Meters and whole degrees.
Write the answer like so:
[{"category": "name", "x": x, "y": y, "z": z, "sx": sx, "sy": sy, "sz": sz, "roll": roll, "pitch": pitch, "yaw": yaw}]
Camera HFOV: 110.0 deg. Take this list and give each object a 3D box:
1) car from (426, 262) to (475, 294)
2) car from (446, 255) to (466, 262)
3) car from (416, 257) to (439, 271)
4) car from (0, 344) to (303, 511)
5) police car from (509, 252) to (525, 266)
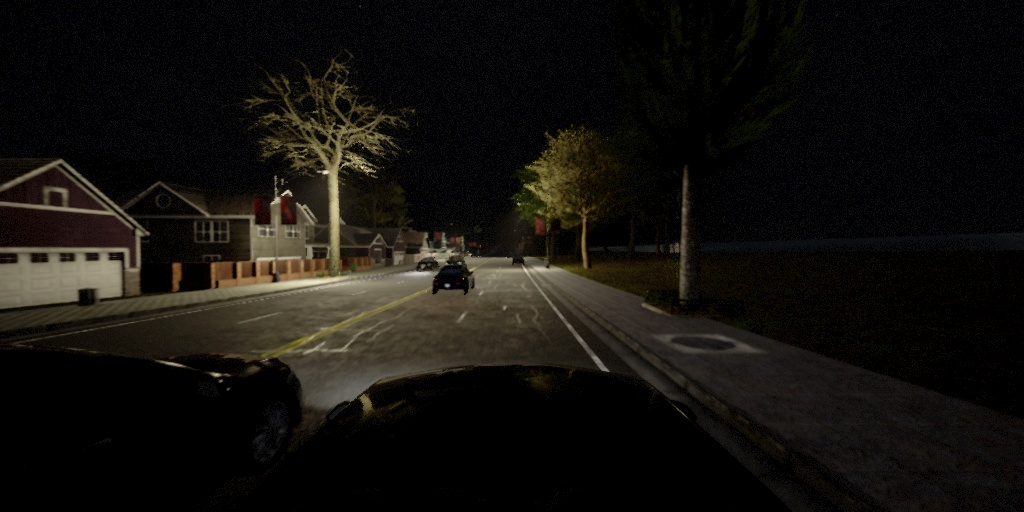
[{"category": "car", "x": -3.155, "y": 1.244, "z": 19.774, "sx": 1.812, "sy": 1.442, "sz": 4.674, "roll": 0, "pitch": 0, "yaw": 0}, {"category": "car", "x": -6.591, "y": 0.795, "z": 41.931, "sx": 2.097, "sy": 1.767, "sz": 4.553, "roll": 0, "pitch": 1, "yaw": 0}, {"category": "car", "x": -9.842, "y": 0.935, "z": 42.020, "sx": 2.128, "sy": 1.511, "sz": 4.902, "roll": 0, "pitch": 1, "yaw": 0}, {"category": "car", "x": -3.150, "y": 1.255, "z": 1.882, "sx": 1.837, "sy": 1.490, "sz": 4.892, "roll": 0, "pitch": 0, "yaw": 0}, {"category": "police car", "x": 0.961, "y": 0.573, "z": 55.326, "sx": 1.930, "sy": 1.638, "sz": 5.238, "roll": 0, "pitch": 1, "yaw": 0}]
